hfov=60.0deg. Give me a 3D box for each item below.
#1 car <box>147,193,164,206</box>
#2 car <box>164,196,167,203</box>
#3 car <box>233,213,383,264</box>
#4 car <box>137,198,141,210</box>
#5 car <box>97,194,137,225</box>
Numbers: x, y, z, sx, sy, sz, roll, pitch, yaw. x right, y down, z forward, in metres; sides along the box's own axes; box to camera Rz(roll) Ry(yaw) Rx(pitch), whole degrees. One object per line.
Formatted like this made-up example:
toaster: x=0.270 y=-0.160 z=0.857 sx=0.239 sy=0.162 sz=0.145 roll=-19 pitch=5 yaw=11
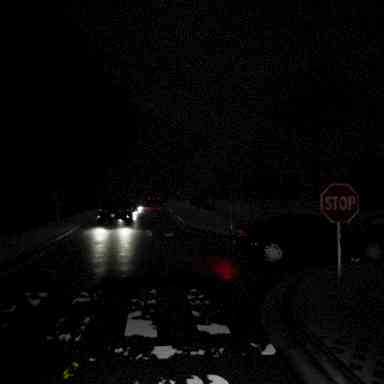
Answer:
car: x=-5.866 y=1.118 z=51.857 sx=2.150 sy=2.045 sz=5.566 roll=0 pitch=0 yaw=-5
car: x=-6.309 y=1.430 z=68.424 sx=1.882 sy=1.535 sz=5.008 roll=0 pitch=0 yaw=2
car: x=3.872 y=1.461 z=11.024 sx=5.008 sy=1.535 sz=1.882 roll=0 pitch=-1 yaw=-1
car: x=-7.222 y=1.389 z=38.316 sx=1.837 sy=1.490 sz=4.892 roll=0 pitch=0 yaw=-7
car: x=-5.431 y=1.146 z=24.102 sx=2.150 sy=2.045 sz=5.566 roll=0 pitch=0 yaw=-7
